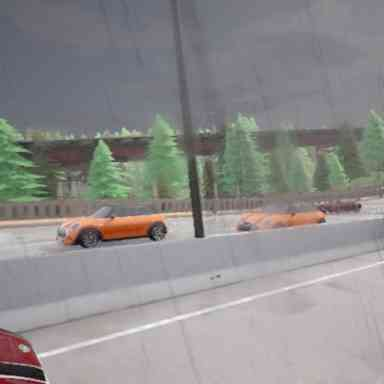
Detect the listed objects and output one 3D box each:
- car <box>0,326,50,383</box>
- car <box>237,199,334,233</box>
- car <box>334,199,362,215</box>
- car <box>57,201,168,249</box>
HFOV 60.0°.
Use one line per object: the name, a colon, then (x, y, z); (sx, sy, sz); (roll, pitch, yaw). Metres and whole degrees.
car: (-3.053, 1.369, 1.570); (4.553, 1.767, 2.097); (-1, 0, -36)
car: (4.233, 1.241, 15.551); (4.553, 1.767, 2.097); (-1, 0, -35)
car: (13.668, 1.340, 30.808); (4.718, 1.301, 1.895); (-1, 0, -35)
car: (-3.379, 1.302, 14.443); (4.553, 1.767, 2.097); (-1, 0, -35)
